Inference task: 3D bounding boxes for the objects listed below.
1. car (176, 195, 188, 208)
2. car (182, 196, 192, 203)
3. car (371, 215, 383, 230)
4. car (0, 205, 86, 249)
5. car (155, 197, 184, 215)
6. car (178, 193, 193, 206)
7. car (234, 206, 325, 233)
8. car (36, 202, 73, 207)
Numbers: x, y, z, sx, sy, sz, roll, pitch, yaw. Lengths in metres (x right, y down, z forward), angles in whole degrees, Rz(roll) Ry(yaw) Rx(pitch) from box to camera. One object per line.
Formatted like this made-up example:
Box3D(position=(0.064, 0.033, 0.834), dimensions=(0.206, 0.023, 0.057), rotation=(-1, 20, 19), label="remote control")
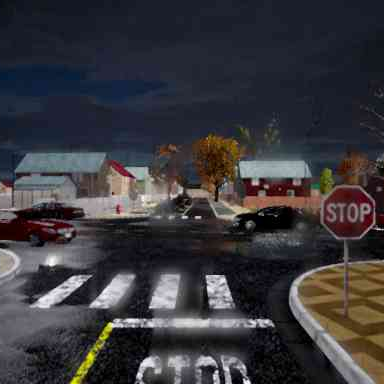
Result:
Box3D(position=(-1.907, 1.536, 45.703), dimensions=(1.837, 1.490, 4.892), rotation=(0, 0, 2), label="car")
Box3D(position=(-0.939, 1.595, 69.233), dimensions=(1.812, 1.442, 4.674), rotation=(0, 0, 2), label="car")
Box3D(position=(10.298, 1.764, 22.288), dimensions=(4.718, 1.301, 1.895), rotation=(1, 0, 8), label="car")
Box3D(position=(-7.089, 1.423, 13.944), dimensions=(4.674, 1.442, 1.812), rotation=(1, -1, 19), label="car")
Box3D(position=(-2.482, 1.562, 34.545), dimensions=(2.033, 1.411, 5.357), rotation=(0, 0, 6), label="car")
Box3D(position=(-1.475, 1.273, 56.715), dimensions=(2.150, 2.045, 5.566), rotation=(0, 0, 2), label="car")
Box3D(position=(4.929, 1.575, 19.746), dimensions=(4.892, 1.490, 1.837), rotation=(1, 0, 8), label="car")
Box3D(position=(-10.855, 1.480, 25.193), dimensions=(5.357, 1.411, 2.033), rotation=(1, 0, 8), label="car")
